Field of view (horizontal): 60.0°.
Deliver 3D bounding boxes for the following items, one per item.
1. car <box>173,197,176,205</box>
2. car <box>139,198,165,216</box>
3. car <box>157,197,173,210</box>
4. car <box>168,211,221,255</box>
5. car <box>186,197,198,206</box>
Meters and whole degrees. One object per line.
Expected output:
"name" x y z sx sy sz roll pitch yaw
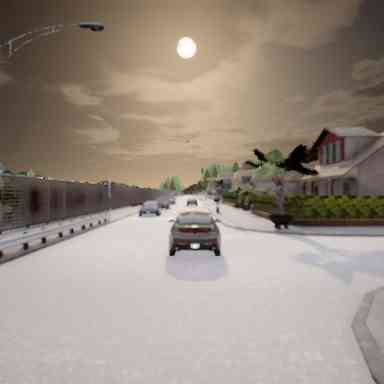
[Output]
"car" -3.984 1.651 62.236 1.837 1.490 4.892 0 0 0
"car" -4.079 1.603 33.133 1.812 1.442 4.674 0 0 0
"car" -4.062 1.455 44.117 2.097 1.767 4.553 0 0 0
"car" 0.104 1.536 13.393 1.837 1.490 4.892 0 0 0
"car" 0.030 1.657 56.570 1.812 1.442 4.674 0 0 0
